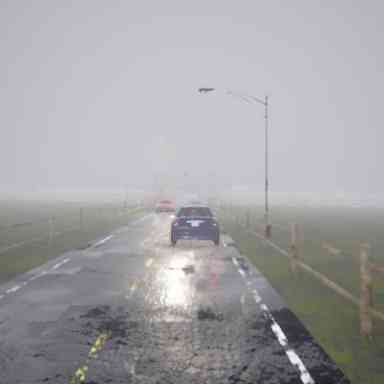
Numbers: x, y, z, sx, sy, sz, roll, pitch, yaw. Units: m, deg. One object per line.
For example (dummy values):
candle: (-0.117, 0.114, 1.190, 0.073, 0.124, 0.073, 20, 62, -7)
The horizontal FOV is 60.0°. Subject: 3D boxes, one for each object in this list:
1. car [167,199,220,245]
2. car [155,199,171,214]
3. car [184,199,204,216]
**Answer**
car: (0.133, 1.356, 15.792, 2.097, 1.767, 4.553, 0, 0, 0)
car: (-2.761, 1.490, 35.163, 1.882, 1.535, 5.008, 0, 0, 0)
car: (0.179, 1.517, 33.448, 1.837, 1.490, 4.892, 0, 0, 0)
